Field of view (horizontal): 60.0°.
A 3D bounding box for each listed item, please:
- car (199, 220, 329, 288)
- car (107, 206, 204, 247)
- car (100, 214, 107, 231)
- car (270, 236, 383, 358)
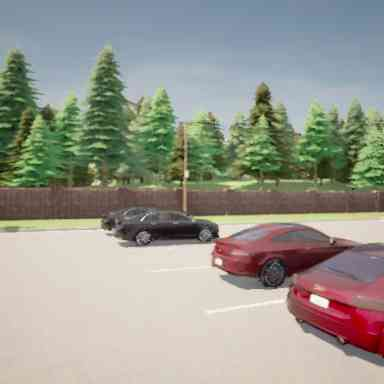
[{"bbox_3d":[2.760,1.581,9.186,4.674,1.442,1.812,1,0,-24],"label":"car"},{"bbox_3d":[-1.106,1.549,15.120,4.892,1.490,1.837,1,0,-24],"label":"car"},{"bbox_3d":[-2.517,1.549,18.321,4.892,1.490,1.837,1,0,-24],"label":"car"},{"bbox_3d":[3.732,1.615,5.775,4.181,1.385,1.994,1,0,-24],"label":"car"}]
